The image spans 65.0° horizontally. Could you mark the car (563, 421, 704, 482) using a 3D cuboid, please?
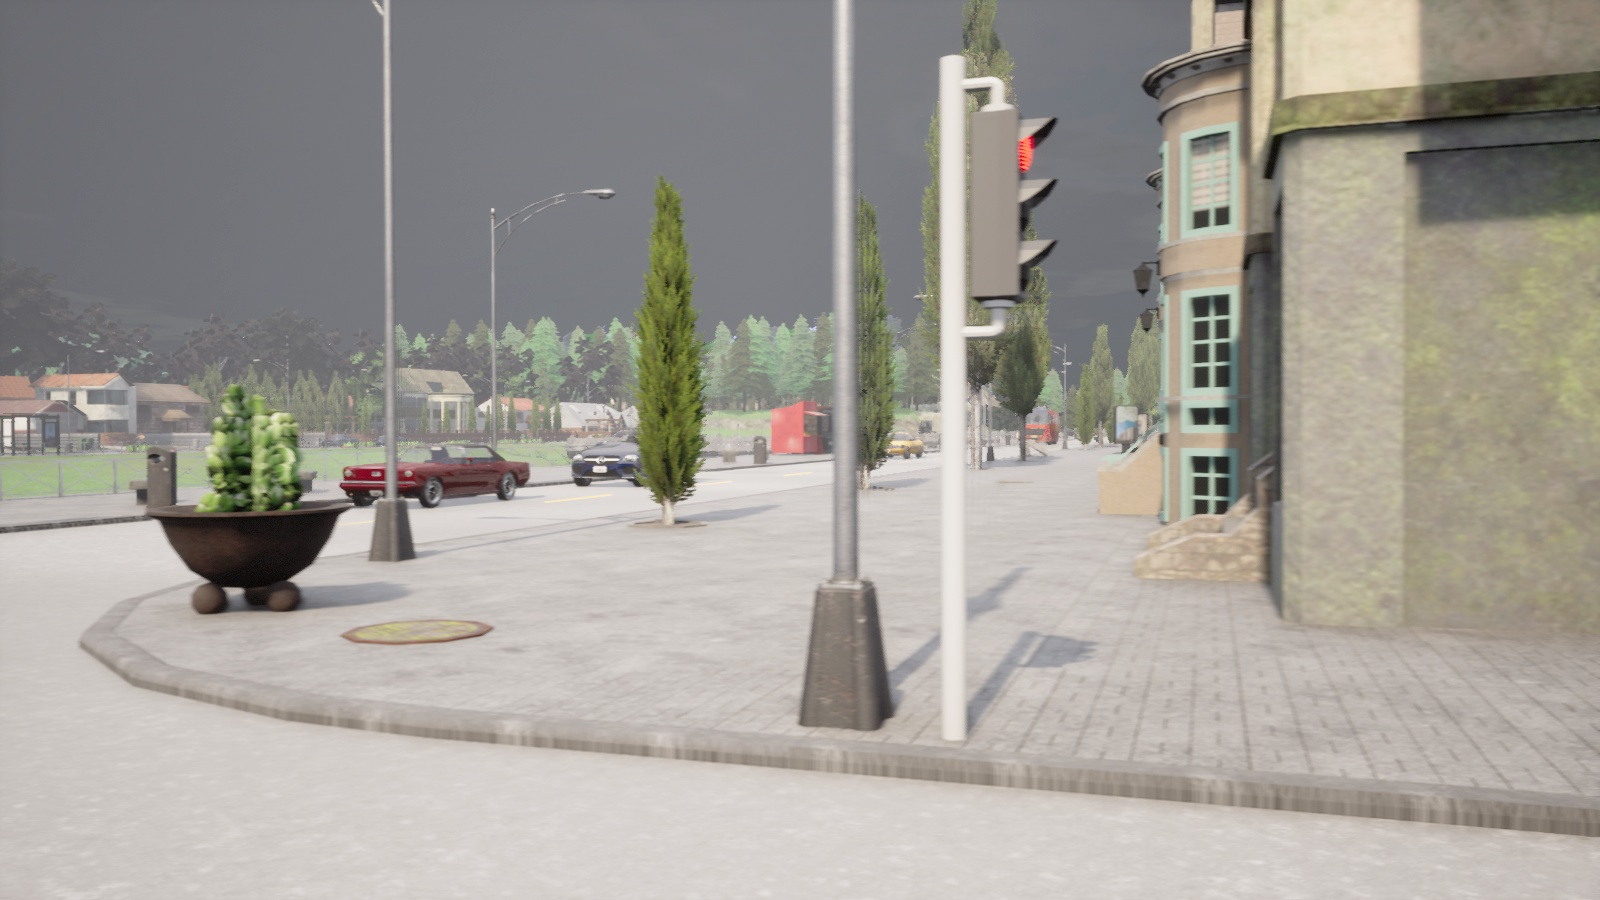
[{"bbox_3d":[-4.795,-0.003,37.000,2.152,1.651,5.027,1,1,18],"label":"car"}]

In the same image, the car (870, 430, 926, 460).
[{"bbox_3d":[5.385,-0.302,68.286,1.801,1.575,5.366,1,1,18],"label":"car"}]

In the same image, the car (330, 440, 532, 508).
[{"bbox_3d":[-7.909,0.460,27.441,1.895,1.301,4.718,1,1,18],"label":"car"}]
